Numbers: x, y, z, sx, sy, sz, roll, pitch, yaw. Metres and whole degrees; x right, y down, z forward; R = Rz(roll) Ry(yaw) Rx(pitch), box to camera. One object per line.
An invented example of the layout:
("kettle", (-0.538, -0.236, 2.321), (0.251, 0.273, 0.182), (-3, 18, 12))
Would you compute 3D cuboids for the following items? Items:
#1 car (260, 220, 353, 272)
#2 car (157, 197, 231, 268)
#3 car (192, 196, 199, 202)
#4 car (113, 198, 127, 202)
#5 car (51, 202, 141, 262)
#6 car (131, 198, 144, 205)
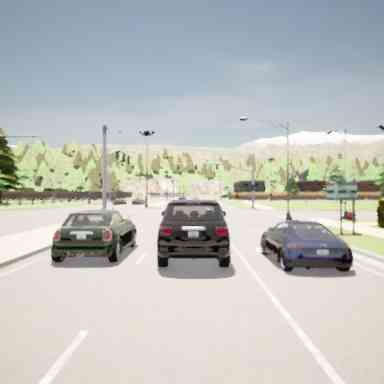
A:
("car", (3.564, 1.624, 11.076), (1.994, 1.385, 4.181), (0, 0, 0))
("car", (0.061, 1.279, 11.626), (2.150, 2.045, 5.566), (0, -1, 0))
("car", (0.969, 1.775, 85.964), (1.882, 1.535, 5.008), (0, 0, 1))
("car", (-14.335, 1.914, 66.237), (1.994, 1.385, 4.181), (0, 0, 1))
("car", (-3.433, 1.421, 12.498), (2.097, 1.767, 4.553), (0, 0, 0))
("car", (-10.833, 1.902, 66.289), (2.033, 1.411, 5.357), (0, 0, 1))
